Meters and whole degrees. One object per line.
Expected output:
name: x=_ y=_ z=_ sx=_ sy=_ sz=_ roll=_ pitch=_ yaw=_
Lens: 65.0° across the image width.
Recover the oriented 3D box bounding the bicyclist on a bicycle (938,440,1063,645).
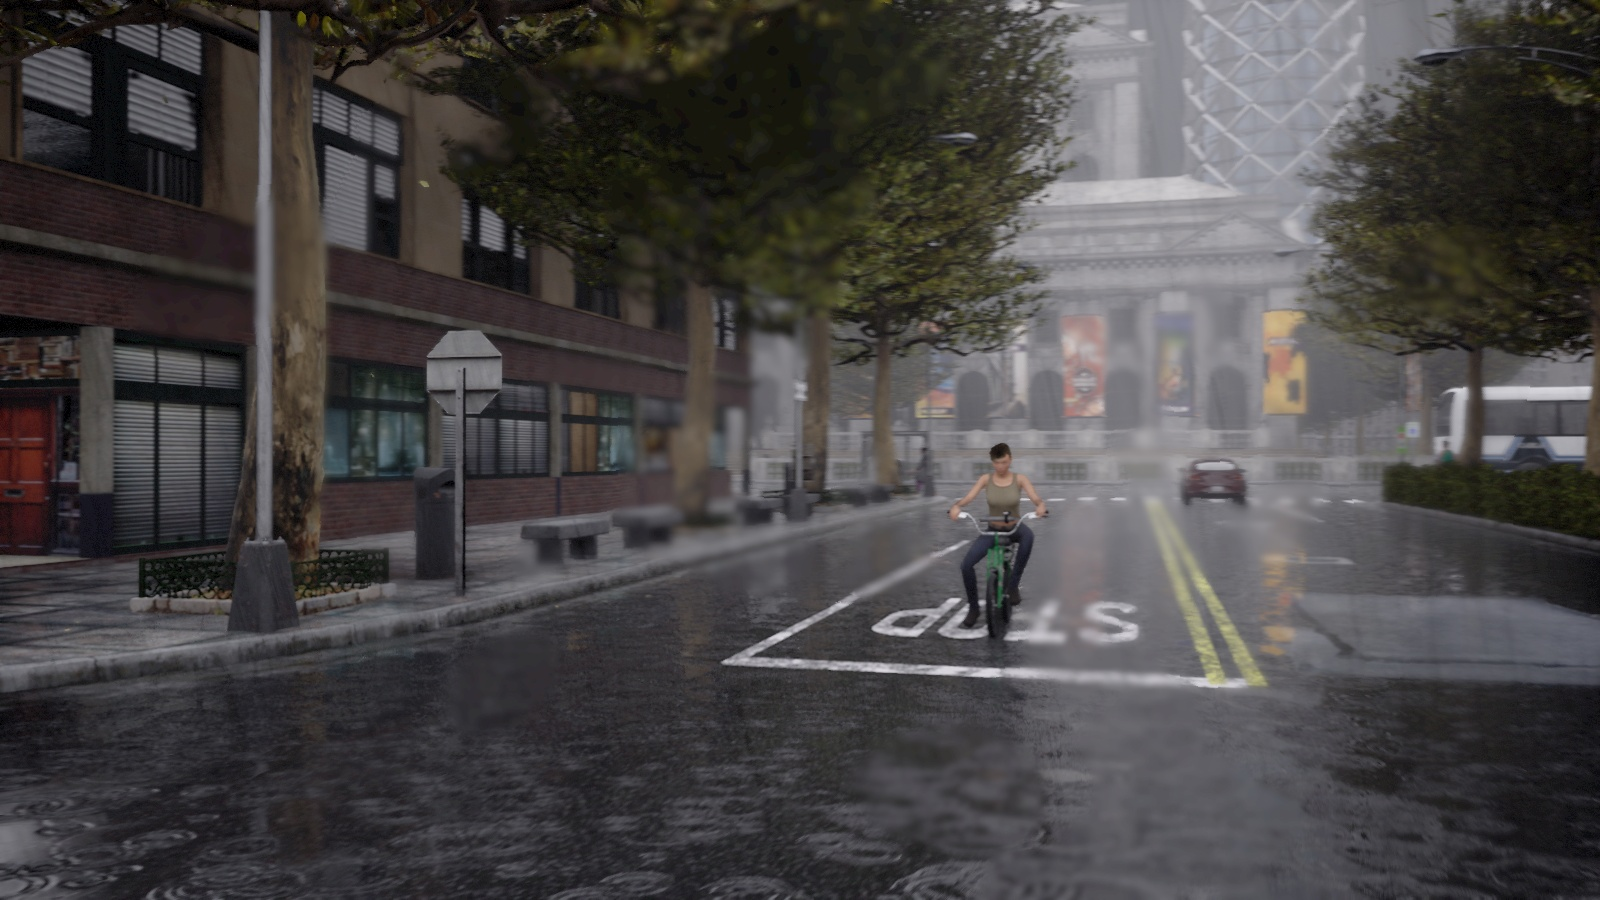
bicyclist on a bicycle: x=1.744 y=0.734 z=10.723 sx=0.866 sy=1.612 sz=1.509 roll=0 pitch=0 yaw=16

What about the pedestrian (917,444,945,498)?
pedestrian: x=4.712 y=0.751 z=45.221 sx=0.873 sy=1.952 sz=0.659 roll=0 pitch=0 yaw=17

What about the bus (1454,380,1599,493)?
bus: x=31.677 y=-0.502 z=49.064 sx=10.273 sy=4.253 sz=3.944 roll=0 pitch=0 yaw=16

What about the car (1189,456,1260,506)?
car: x=13.044 y=0.927 z=38.829 sx=1.812 sy=1.442 sz=4.674 roll=0 pitch=0 yaw=15

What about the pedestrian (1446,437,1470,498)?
pedestrian: x=19.998 y=0.524 z=38.167 sx=0.345 sy=1.836 sz=0.594 roll=0 pitch=0 yaw=-10
